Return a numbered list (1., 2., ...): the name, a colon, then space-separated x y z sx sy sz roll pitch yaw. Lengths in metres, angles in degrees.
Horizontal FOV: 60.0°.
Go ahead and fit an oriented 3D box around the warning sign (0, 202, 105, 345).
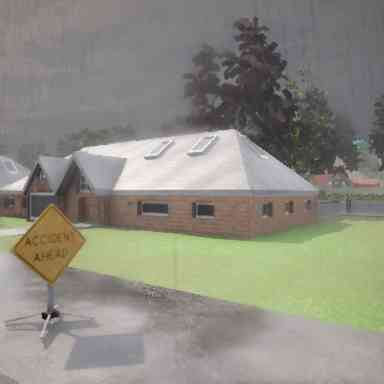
1. warning sign: -2.248 1.114 5.288 1.060 1.860 1.300 0 0 36
